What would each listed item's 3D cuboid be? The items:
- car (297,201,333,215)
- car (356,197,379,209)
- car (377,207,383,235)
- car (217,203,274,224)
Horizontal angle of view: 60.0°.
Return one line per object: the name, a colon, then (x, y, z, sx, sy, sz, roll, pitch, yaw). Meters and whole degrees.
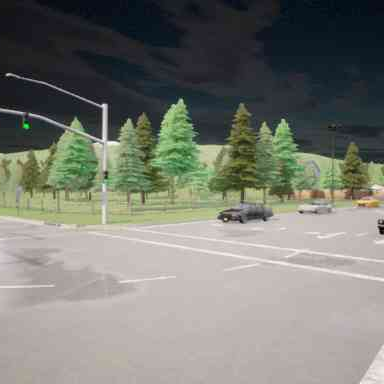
car: (12.604, 1.601, 34.059, 1.895, 1.301, 4.718, 0, 0, 44)
car: (24.344, 1.477, 46.108, 1.882, 1.535, 5.008, 0, 0, 45)
car: (11.628, 1.601, 17.977, 1.895, 1.301, 4.718, 0, 0, 44)
car: (4.227, 1.547, 25.432, 2.033, 1.411, 5.357, 0, 0, 44)
